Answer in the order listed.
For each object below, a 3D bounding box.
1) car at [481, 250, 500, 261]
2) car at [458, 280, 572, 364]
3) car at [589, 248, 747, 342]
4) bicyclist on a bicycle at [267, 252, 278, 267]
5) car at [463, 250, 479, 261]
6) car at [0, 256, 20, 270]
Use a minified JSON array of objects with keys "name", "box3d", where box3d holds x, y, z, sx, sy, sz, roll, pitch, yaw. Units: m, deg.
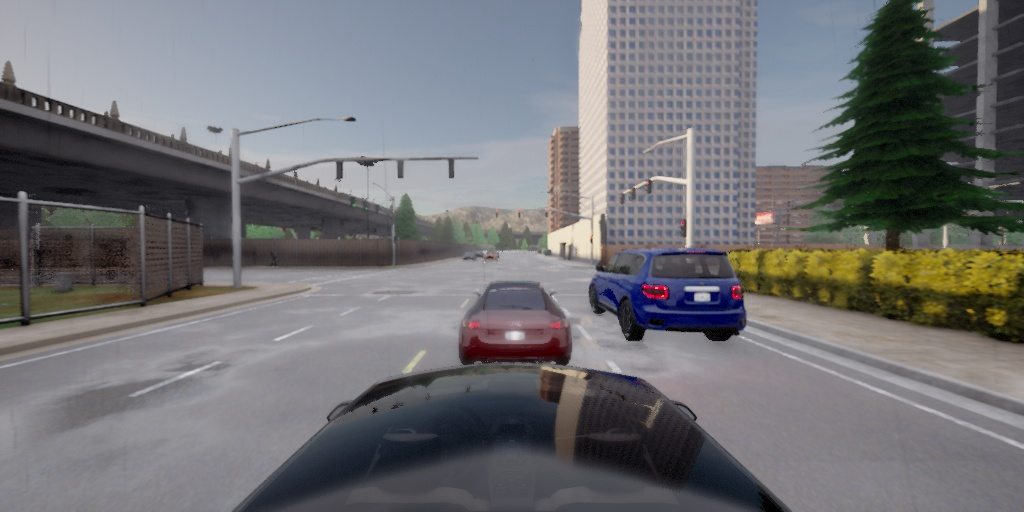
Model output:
[{"name":"car","box3d":[-3.535,-0.094,59.801,2.097,1.767,4.553,0,1,1]},{"name":"car","box3d":[0.064,1.191,7.697,1.994,1.385,4.181,0,1,0]},{"name":"car","box3d":[3.571,0.812,9.367,2.150,2.045,5.566,0,1,1]},{"name":"bicyclist on a bicycle","box3d":[-25.294,0.362,37.881,0.582,1.620,1.656,0,1,0]},{"name":"car","box3d":[-7.034,0.060,59.692,1.837,1.490,4.892,0,1,1]},{"name":"car","box3d":[-49.281,0.705,33.998,4.181,1.385,1.994,0,1,1]}]
